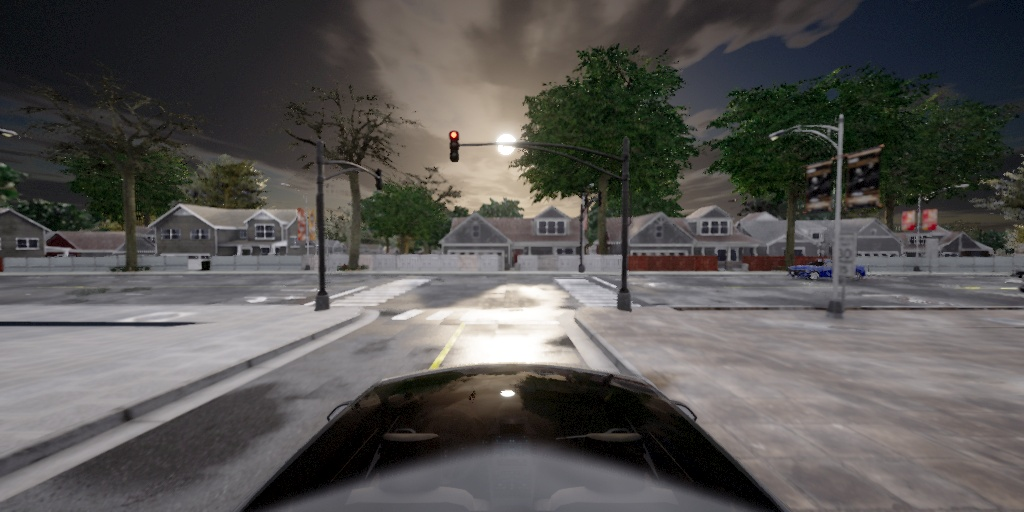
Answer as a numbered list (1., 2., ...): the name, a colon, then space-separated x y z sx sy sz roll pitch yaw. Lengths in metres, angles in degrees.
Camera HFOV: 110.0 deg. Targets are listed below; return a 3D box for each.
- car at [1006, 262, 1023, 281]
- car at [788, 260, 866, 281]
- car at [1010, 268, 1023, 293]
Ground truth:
1. car: 41.573 1.199 27.180 5.357 1.411 2.033 0 2 0
2. car: 23.842 1.027 27.263 5.008 1.535 1.882 0 2 0
3. car: 28.314 1.484 17.429 5.357 1.411 2.033 0 2 0
